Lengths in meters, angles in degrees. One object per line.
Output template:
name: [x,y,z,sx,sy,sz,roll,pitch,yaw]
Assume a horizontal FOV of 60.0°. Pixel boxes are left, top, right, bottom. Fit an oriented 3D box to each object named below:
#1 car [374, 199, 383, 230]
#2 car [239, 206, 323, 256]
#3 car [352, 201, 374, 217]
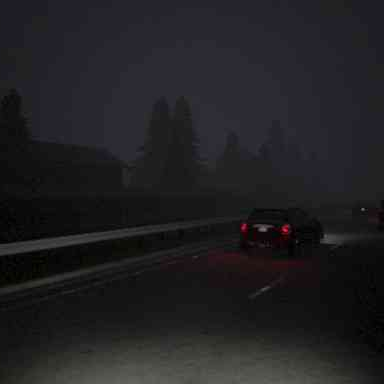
car: [12.830,1.200,20.259,2.150,2.045,5.566,0,-1,35]
car: [3.733,1.344,13.446,2.097,1.767,4.553,0,0,35]
car: [16.641,1.544,31.722,1.994,1.385,4.181,0,0,35]
